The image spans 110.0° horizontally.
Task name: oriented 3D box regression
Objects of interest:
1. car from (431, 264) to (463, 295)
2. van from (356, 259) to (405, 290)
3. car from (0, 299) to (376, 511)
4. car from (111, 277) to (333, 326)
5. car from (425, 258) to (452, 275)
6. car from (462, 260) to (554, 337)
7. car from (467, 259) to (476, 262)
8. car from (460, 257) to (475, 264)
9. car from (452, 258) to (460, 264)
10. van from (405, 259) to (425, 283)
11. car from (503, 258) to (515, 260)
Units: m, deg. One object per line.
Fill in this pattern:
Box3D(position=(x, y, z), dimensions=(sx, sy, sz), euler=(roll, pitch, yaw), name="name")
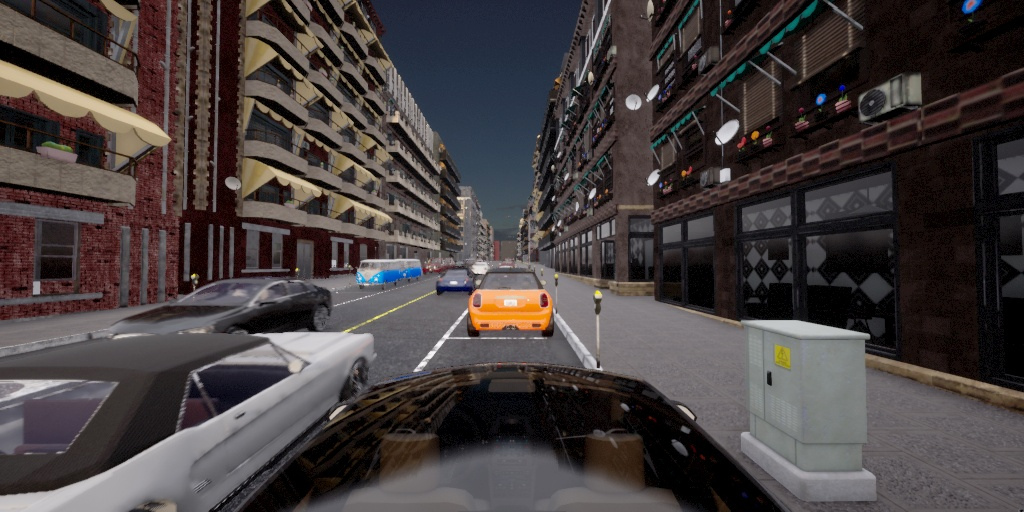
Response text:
Box3D(position=(-2.921, 1.328, 20.012), dimensions=(1.994, 1.385, 4.181), euler=(0, 0, 0), name="car")
Box3D(position=(-8.336, 1.108, 22.602), dimensions=(1.690, 1.789, 3.998), euler=(0, 0, 0), name="van")
Box3D(position=(-2.920, 1.352, 3.174), dimensions=(1.895, 1.301, 4.718), euler=(0, 0, 0), name="car")
Box3D(position=(-5.872, 1.245, 7.975), dimensions=(2.128, 1.511, 4.902), euler=(0, 0, 0), name="car")
Box3D(position=(-8.337, 1.115, 39.194), dimensions=(2.192, 1.841, 5.009), euler=(0, 0, 0), name="car")
Box3D(position=(-0.033, 1.108, 10.473), dimensions=(2.097, 1.767, 4.553), euler=(0, 0, 0), name="car")
Box3D(position=(-3.036, 1.317, 35.516), dimensions=(1.812, 1.442, 4.674), euler=(0, 0, 0), name="car")
Box3D(position=(-5.773, 0.916, 48.655), dimensions=(1.882, 1.535, 5.008), euler=(0, 0, 0), name="car")
Box3D(position=(-8.337, 1.128, 44.724), dimensions=(2.192, 1.841, 5.009), euler=(0, 0, 0), name="car")
Box3D(position=(-8.336, 1.118, 28.134), dimensions=(1.690, 1.789, 3.998), euler=(0, 0, 0), name="van")
Box3D(position=(-0.447, 1.240, 39.134), dimensions=(1.967, 1.591, 4.097), euler=(0, 0, 0), name="car")
